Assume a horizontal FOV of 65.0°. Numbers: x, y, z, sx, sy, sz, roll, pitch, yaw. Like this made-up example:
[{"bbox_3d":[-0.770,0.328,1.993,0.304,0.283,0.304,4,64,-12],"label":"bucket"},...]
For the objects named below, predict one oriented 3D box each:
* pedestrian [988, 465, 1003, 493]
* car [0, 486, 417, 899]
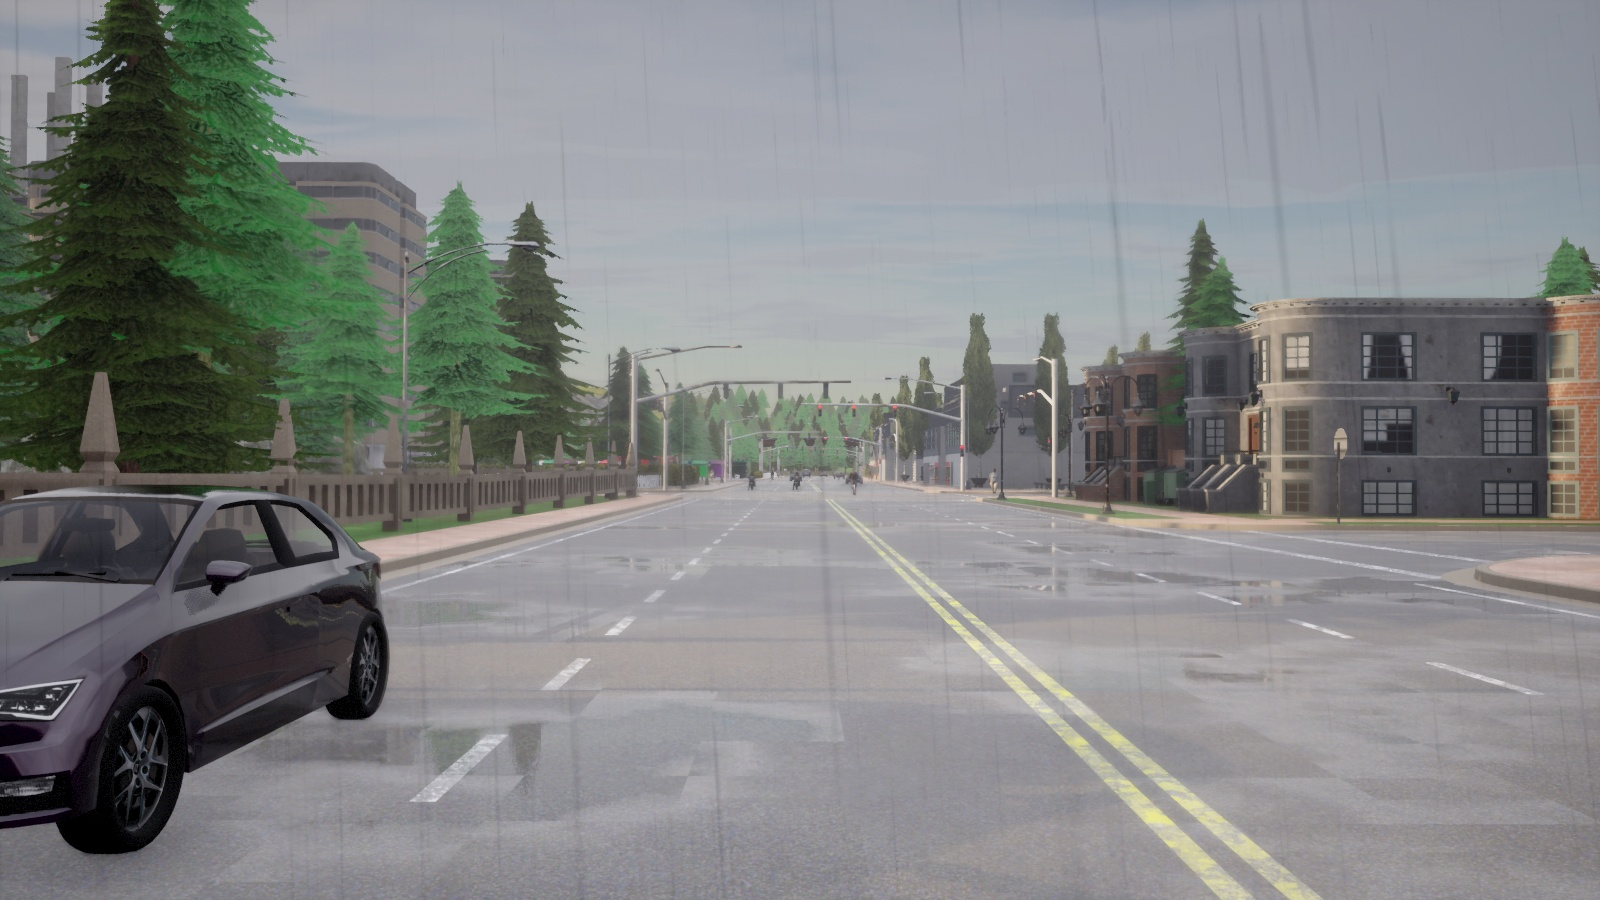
[{"bbox_3d":[13.161,1.969,84.693,0.874,1.855,0.900,0,-1,2],"label":"pedestrian"},{"bbox_3d":[-3.515,0.951,6.460,1.816,1.474,4.193,0,-1,0],"label":"car"}]
